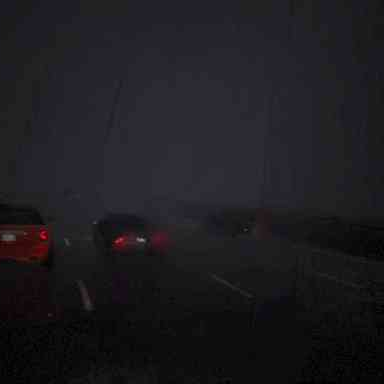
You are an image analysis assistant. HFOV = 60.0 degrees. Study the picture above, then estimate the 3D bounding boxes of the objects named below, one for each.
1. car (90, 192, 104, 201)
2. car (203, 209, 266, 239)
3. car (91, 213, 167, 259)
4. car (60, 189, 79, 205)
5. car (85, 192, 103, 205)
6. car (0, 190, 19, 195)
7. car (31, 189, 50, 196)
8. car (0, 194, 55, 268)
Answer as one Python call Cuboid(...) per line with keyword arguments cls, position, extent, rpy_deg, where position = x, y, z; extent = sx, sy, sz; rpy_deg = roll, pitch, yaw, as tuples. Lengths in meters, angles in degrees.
Cuboid(cls="car", position=(-20.144, 0.909, 70.429), extent=(2.128, 1.511, 4.902), rpy_deg=(3, 0, -24))
Cuboid(cls="car", position=(2.268, 1.743, 18.974), extent=(2.128, 1.511, 4.902), rpy_deg=(3, 0, -23))
Cuboid(cls="car", position=(-2.539, 1.494, 12.449), extent=(2.033, 1.411, 5.357), rpy_deg=(3, 0, -23))
Cuboid(cls="car", position=(-16.157, 0.644, 43.882), extent=(2.150, 2.045, 5.566), rpy_deg=(3, 0, -24))
Cuboid(cls="car", position=(-14.210, 0.906, 48.147), extent=(2.097, 1.767, 4.553), rpy_deg=(3, -1, -24))
Cuboid(cls="car", position=(-22.254, 0.574, 40.354), extent=(1.837, 1.490, 4.892), rpy_deg=(3, 0, -23))
Cuboid(cls="car", position=(-20.559, 0.698, 45.196), extent=(1.837, 1.490, 4.892), rpy_deg=(3, 0, -23))
Cuboid(cls="car", position=(-5.397, 1.128, 10.250), extent=(2.097, 1.767, 4.553), rpy_deg=(3, 0, -23))
